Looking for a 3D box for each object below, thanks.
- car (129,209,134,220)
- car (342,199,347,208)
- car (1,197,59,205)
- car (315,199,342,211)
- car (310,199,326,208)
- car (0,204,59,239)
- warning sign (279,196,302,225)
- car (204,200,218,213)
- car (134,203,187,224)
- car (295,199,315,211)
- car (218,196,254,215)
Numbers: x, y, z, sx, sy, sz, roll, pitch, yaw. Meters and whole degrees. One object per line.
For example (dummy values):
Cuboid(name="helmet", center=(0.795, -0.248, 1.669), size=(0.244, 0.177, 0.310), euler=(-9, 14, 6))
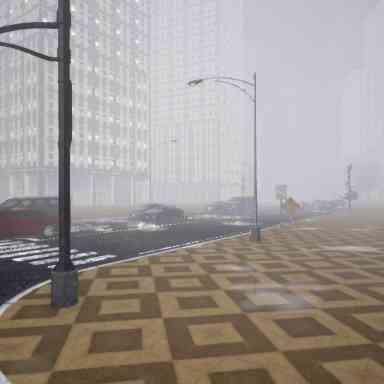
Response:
Cuboid(name="car", center=(-3.649, 1.718, 30.189), size=(1.812, 1.442, 4.674), euler=(0, -1, 34))
Cuboid(name="car", center=(24.205, 1.839, 54.742), size=(1.882, 1.535, 5.008), euler=(0, 0, 31))
Cuboid(name="car", center=(-10.364, 1.334, 20.388), size=(2.150, 2.045, 5.566), euler=(0, 0, 34))
Cuboid(name="car", center=(18.802, 1.852, 45.893), size=(2.033, 1.411, 5.357), euler=(0, 0, 31))
Cuboid(name="car", center=(21.481, 1.902, 56.518), size=(1.812, 1.442, 4.674), euler=(0, 0, 31))
Cuboid(name="car", center=(-8.876, 1.558, 16.306), size=(1.882, 1.535, 5.008), euler=(-1, -1, 30))
Cuboid(name="warning sign", center=(6.811, 1.251, 22.975), size=(1.300, 1.860, 1.060), euler=(0, 0, 34))
Cuboid(name="car", center=(3.333, 1.763, 40.424), size=(2.128, 1.511, 4.902), euler=(0, -1, 34))
Cuboid(name="car", center=(-2.230, 1.728, 26.507), size=(1.994, 1.385, 4.181), euler=(0, -1, 35))
Cuboid(name="car", center=(15.141, 1.910, 46.181), size=(1.895, 1.301, 4.718), euler=(0, -1, 33))
Cuboid(name="car", center=(5.527, 1.473, 37.870), size=(2.150, 2.045, 5.566), euler=(0, -1, 34))
